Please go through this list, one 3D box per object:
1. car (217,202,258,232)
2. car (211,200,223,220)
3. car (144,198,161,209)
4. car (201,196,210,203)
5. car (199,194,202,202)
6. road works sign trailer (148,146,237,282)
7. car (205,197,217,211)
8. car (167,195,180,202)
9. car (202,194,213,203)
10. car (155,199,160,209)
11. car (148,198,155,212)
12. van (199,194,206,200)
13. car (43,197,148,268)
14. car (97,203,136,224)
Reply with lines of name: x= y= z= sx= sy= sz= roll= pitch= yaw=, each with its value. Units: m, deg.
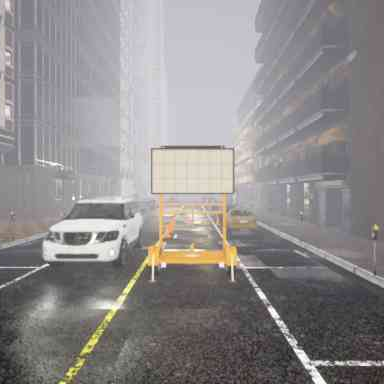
car: x=2.732 y=1.527 z=19.808 sx=1.752 sy=1.417 sz=4.829 roll=0 pitch=0 yaw=0
car: x=2.743 y=1.570 z=25.287 sx=1.947 sy=1.339 sz=4.313 roll=0 pitch=0 yaw=0
car: x=-5.593 y=1.542 z=47.727 sx=1.752 sy=1.417 sz=4.829 roll=0 pitch=0 yaw=0
car: x=2.833 y=1.615 z=70.475 sx=1.802 sy=1.307 sz=4.206 roll=0 pitch=0 yaw=0
car: x=2.811 y=1.340 z=59.178 sx=2.192 sy=1.841 sz=5.009 roll=0 pitch=0 yaw=0
road works sign trailer: x=0.021 y=0.465 z=9.706 sx=2.380 sy=3.560 sz=2.880 roll=0 pitch=0 yaw=0
car: x=2.765 y=1.559 z=36.584 sx=2.008 sy=1.369 sz=4.403 roll=0 pitch=0 yaw=0
car: x=-2.893 y=1.093 z=53.198 sx=2.097 sy=1.767 sz=4.553 roll=0 pitch=0 yaw=0
car: x=2.788 y=1.456 z=47.881 sx=1.967 sy=1.590 sz=4.097 roll=0 pitch=0 yaw=0
car: x=-5.604 y=1.453 z=42.250 sx=1.967 sy=1.590 sz=4.097 roll=0 pitch=0 yaw=0
car: x=-5.615 y=1.559 z=36.600 sx=2.008 sy=1.369 sz=4.403 roll=0 pitch=0 yaw=0
van: x=2.878 y=1.401 z=93.069 sx=1.690 sy=1.788 sz=3.998 roll=0 pitch=0 yaw=0
car: x=-3.075 y=1.222 z=11.616 sx=2.150 sy=2.045 sz=5.566 roll=0 pitch=0 yaw=0
car: x=-5.638 y=1.570 z=25.303 sx=1.947 sy=1.339 sz=4.313 roll=0 pitch=0 yaw=0
